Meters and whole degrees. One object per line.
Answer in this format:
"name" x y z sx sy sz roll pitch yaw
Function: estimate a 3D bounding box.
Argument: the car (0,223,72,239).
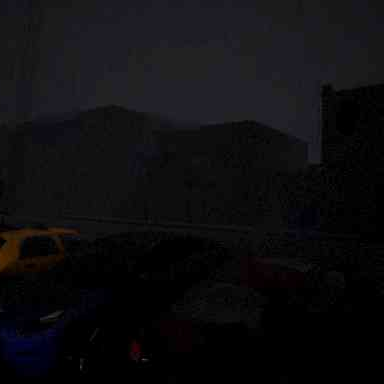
"car" -3.263 1.481 7.701 1.946 1.575 5.366 0 0 35

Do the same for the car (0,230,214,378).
"car" -1.121 1.512 5.910 2.163 1.488 4.792 0 0 35

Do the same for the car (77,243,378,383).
"car" 1.160 1.521 4.316 2.002 1.452 4.674 0 0 35
